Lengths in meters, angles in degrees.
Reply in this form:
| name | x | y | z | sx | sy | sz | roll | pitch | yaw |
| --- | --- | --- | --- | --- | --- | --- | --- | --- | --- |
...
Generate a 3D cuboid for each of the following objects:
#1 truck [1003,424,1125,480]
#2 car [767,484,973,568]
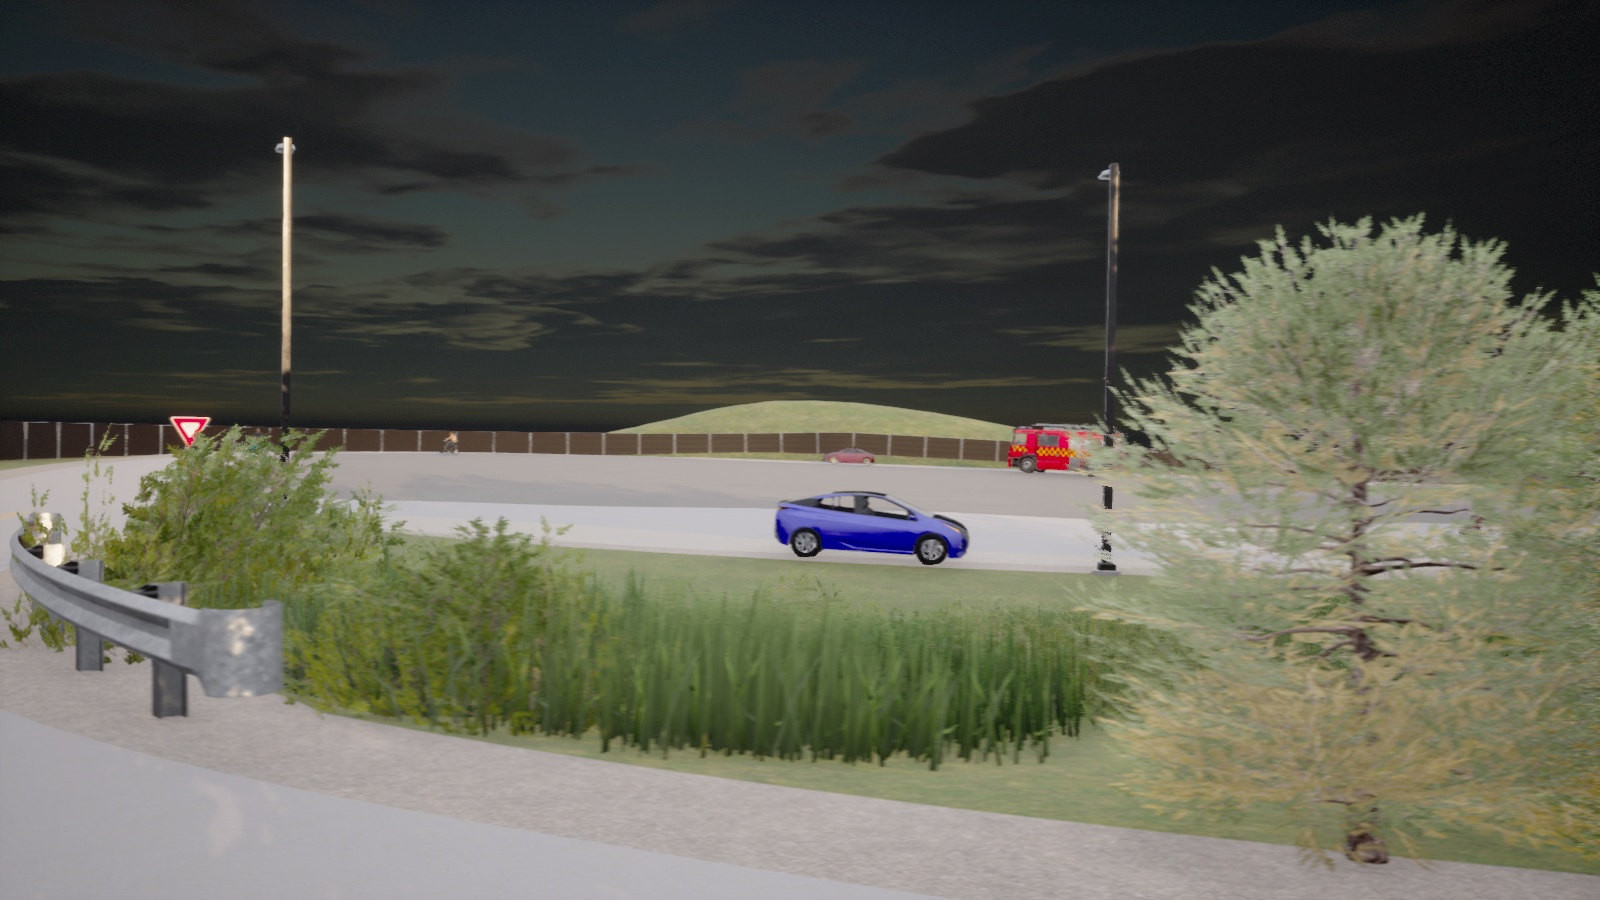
| name | x | y | z | sx | sy | sz | roll | pitch | yaw |
| --- | --- | --- | --- | --- | --- | --- | --- | --- | --- |
| truck | 20.097 | 0.129 | 95.699 | 8.468 | 3.827 | 2.891 | 3 | 1 | 33 |
| car | 1.676 | 1.708 | 28.946 | 4.514 | 1.525 | 2.007 | 3 | 1 | 8 |
